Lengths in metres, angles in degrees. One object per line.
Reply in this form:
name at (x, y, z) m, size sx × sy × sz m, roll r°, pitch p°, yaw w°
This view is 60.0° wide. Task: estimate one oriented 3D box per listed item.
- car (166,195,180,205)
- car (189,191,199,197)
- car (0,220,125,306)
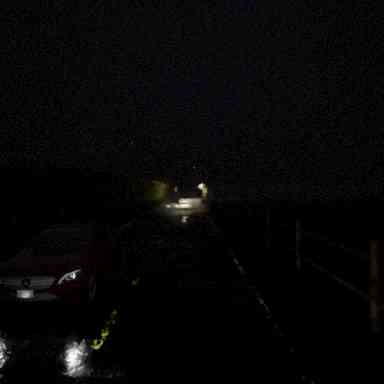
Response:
car at (-2.812, 1.143, 49.602) m, size 2.033 × 1.411 × 5.357 m, roll 0°, pitch 1°, yaw 0°
car at (0.036, 0.552, 93.793) m, size 2.128 × 1.511 × 4.902 m, roll 0°, pitch 1°, yaw 0°
car at (-2.849, 1.463, 8.010) m, size 1.812 × 1.442 × 4.674 m, roll 0°, pitch 0°, yaw 0°
